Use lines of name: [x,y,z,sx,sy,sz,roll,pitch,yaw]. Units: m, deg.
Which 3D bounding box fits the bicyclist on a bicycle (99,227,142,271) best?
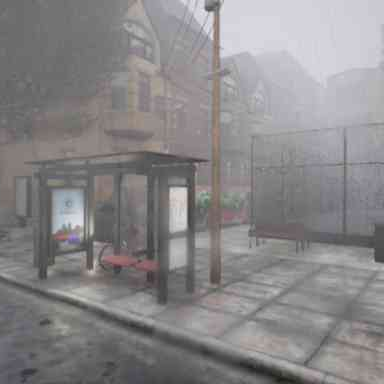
bicyclist on a bicycle: [-1.890,1.291,9.174,0.582,1.620,1.656,-3,-4,36]
